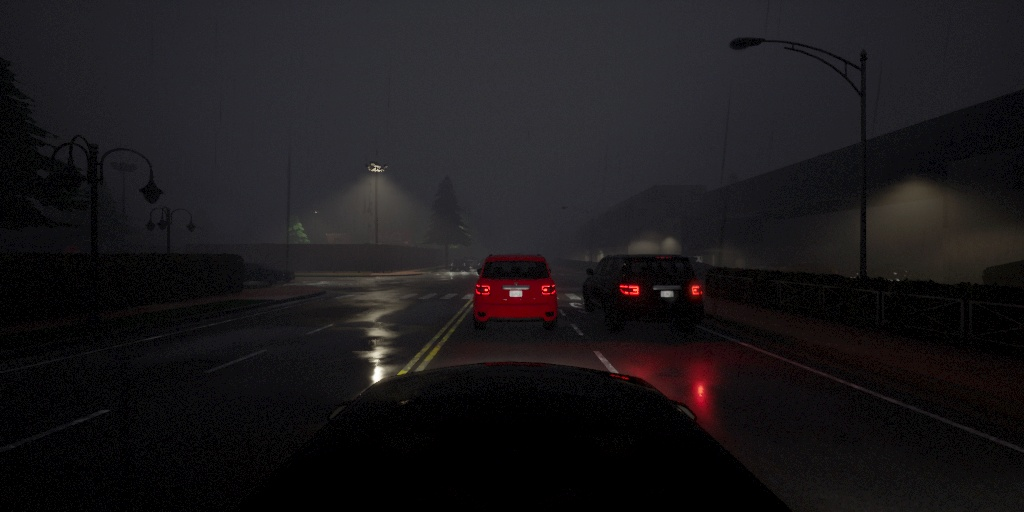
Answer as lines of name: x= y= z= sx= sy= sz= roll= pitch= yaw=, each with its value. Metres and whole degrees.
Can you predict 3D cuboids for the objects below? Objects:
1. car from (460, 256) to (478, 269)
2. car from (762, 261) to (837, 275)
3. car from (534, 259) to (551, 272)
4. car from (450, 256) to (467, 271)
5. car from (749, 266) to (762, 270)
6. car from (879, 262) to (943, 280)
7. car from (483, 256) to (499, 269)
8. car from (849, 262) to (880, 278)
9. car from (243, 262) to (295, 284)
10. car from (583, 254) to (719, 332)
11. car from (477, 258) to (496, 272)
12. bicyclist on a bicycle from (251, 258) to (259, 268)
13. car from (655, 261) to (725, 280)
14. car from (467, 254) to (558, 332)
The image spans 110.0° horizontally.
car: x=-6.724 y=0.972 z=56.679 sx=2.150 sy=2.045 sz=5.566 roll=0 pitch=0 yaw=1
car: x=24.584 y=1.228 z=30.434 sx=5.008 sy=1.535 sz=1.882 roll=0 pitch=0 yaw=0
car: x=3.843 y=1.227 z=45.906 sx=1.882 sy=1.535 sz=5.008 roll=0 pitch=0 yaw=1
car: x=-6.832 y=1.102 z=47.454 sx=2.097 sy=1.767 sz=4.553 roll=0 pitch=0 yaw=1
car: x=24.943 y=1.276 z=33.920 sx=4.674 sy=1.442 sz=1.812 roll=0 pitch=0 yaw=0
car: x=34.494 y=1.313 z=30.397 sx=4.181 sy=1.385 sz=1.994 roll=0 pitch=0 yaw=0
car: x=-3.219 y=0.971 z=56.923 sx=2.150 sy=2.045 sz=5.566 roll=0 pitch=0 yaw=0
car: x=35.325 y=1.297 z=33.893 sx=5.357 sy=1.411 sz=2.033 roll=0 pitch=0 yaw=0
car: x=-18.605 y=1.211 z=26.231 sx=5.008 sy=1.535 sz=1.882 roll=0 pitch=0 yaw=0
car: x=3.642 y=0.971 z=10.981 sx=2.150 sy=2.045 sz=5.566 roll=0 pitch=0 yaw=1
car: x=-3.333 y=1.102 z=47.331 sx=2.097 sy=1.767 sz=4.553 roll=0 pitch=0 yaw=1
bicyclist on a bicycle: x=-25.137 y=1.037 z=35.230 sx=0.582 sy=1.620 sz=1.656 roll=0 pitch=0 yaw=0
car: x=15.006 y=1.228 z=30.466 sx=5.008 sy=1.535 sz=1.882 roll=0 pitch=0 yaw=0
car: x=0.071 y=0.972 z=11.043 sx=2.150 sy=2.045 sz=5.566 roll=0 pitch=0 yaw=0
